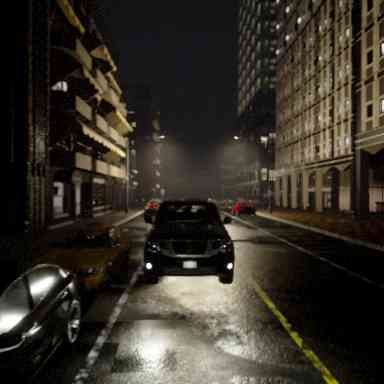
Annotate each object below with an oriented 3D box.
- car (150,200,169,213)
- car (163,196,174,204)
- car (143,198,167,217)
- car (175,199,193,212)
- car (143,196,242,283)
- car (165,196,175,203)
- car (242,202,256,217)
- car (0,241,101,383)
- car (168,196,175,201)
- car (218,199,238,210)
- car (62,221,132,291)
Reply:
[{"bbox_3d":[-3.609,1.578,37.389,1.802,1.307,4.206,0,0,-2],"label":"car"},{"bbox_3d":[-4.524,1.566,65.617,2.008,1.369,4.403,0,0,-2],"label":"car"},{"bbox_3d":[-3.425,1.434,31.743,1.967,1.590,4.097,0,0,-2],"label":"car"},{"bbox_3d":[-1.009,1.576,40.260,1.994,1.385,4.181,0,0,-2],"label":"car"},{"bbox_3d":[-0.127,1.222,10.011,2.150,2.045,5.566,0,0,-2],"label":"car"},{"bbox_3d":[-4.706,1.571,71.263,2.008,1.369,4.403,0,0,-2],"label":"car"},{"bbox_3d":[4.950,1.583,32.015,1.887,1.381,4.507,0,0,-2],"label":"car"},{"bbox_3d":[-2.512,1.553,3.515,1.947,1.339,4.313,0,0,-2],"label":"car"},{"bbox_3d":[-5.175,1.614,84.171,1.802,1.307,4.206,0,0,-2],"label":"car"},{"bbox_3d":[4.584,1.594,43.306,2.008,1.369,4.403,0,0,-2],"label":"car"},{"bbox_3d":[-2.689,1.513,8.992,1.752,1.417,4.829,0,0,-2],"label":"car"}]
